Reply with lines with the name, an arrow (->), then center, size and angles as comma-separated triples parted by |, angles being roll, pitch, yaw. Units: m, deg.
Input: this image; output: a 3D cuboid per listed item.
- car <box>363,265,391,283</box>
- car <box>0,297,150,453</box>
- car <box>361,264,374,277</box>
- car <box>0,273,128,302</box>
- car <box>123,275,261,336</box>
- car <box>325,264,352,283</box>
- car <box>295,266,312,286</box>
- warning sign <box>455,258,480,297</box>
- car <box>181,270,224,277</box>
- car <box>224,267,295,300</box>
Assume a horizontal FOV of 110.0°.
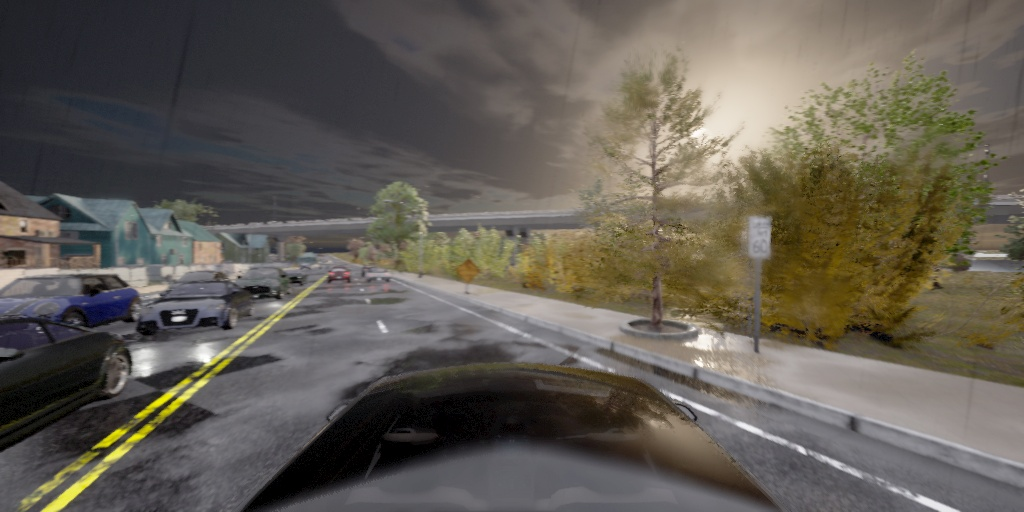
car -> -12.451, 1.738, 33.152 | 1.895, 1.301, 4.718 | 0, -1, -25
car -> -6.083, 1.391, 3.628 | 1.994, 1.385, 4.181 | 0, -1, -25
car -> -17.649, 1.786, 44.470 | 2.128, 1.511, 4.902 | 0, 0, -24
car -> -12.554, 1.296, 9.883 | 2.097, 1.767, 4.553 | 0, -1, -25
car -> -9.611, 1.488, 11.262 | 1.994, 1.385, 4.181 | 0, -1, -25
car -> -15.833, 1.697, 32.942 | 1.812, 1.442, 4.674 | 0, -1, -25
car -> -17.843, 1.761, 29.194 | 1.895, 1.301, 4.718 | 0, -1, -24
warning sign -> -2.238, 1.017, 17.840 | 1.300, 1.860, 1.060 | 0, 0, -25
car -> -17.146, 1.577, 19.845 | 1.837, 1.490, 4.892 | 0, 0, -25
car -> -13.263, 1.379, 19.173 | 2.097, 1.767, 4.553 | 0, -1, -25
